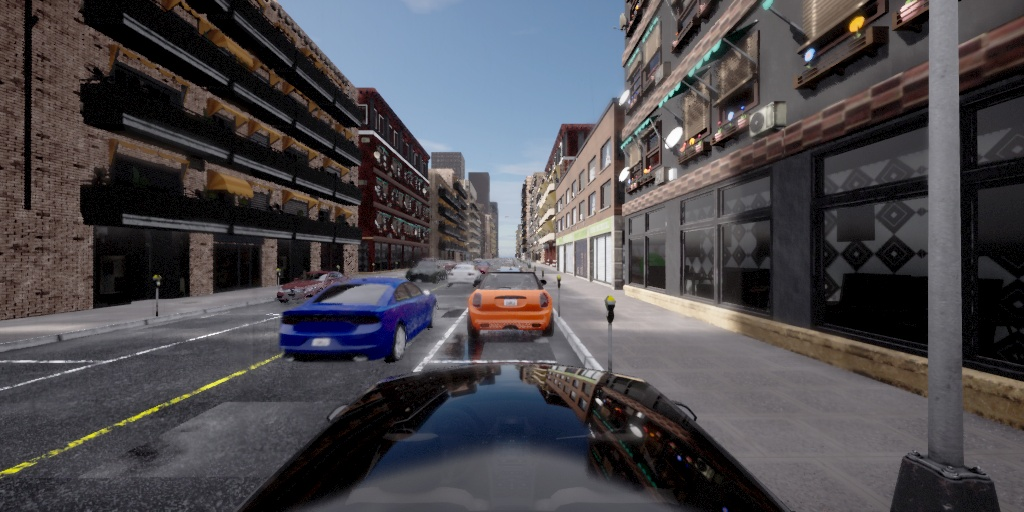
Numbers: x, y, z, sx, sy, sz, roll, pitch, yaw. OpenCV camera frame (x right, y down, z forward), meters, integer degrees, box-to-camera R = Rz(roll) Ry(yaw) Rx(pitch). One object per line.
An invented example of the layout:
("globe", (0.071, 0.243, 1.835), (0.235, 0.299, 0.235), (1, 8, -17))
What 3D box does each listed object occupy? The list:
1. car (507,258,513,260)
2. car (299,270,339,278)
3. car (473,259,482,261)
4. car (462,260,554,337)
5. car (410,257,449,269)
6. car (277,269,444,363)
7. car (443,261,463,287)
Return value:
("car", (-0.456, 1.275, 39.173), (1.751, 1.417, 4.829), (0, 0, 0))
("car", (-8.837, 1.333, 16.462), (1.802, 1.307, 4.207), (0, 0, 0))
("car", (-3.047, 1.313, 38.814), (1.994, 1.385, 4.181), (0, 0, 0))
("car", (-0.032, 1.103, 10.469), (2.097, 1.767, 4.553), (0, 0, 0))
("car", (-6.244, 1.102, 26.330), (2.097, 1.767, 4.553), (0, 0, 0))
("car", (-3.048, 1.228, 8.205), (1.882, 1.535, 5.008), (0, 0, 0))
("car", (-3.144, 1.276, 24.162), (1.812, 1.442, 4.674), (0, 0, 0))
